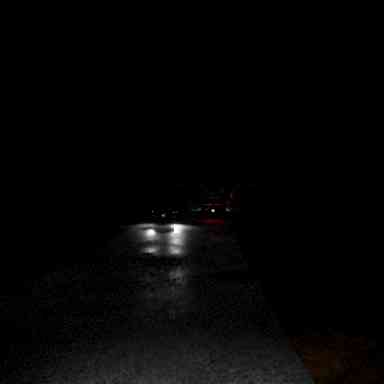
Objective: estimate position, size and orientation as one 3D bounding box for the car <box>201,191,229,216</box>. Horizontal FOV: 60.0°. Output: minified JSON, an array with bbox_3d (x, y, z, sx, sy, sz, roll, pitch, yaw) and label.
[{"bbox_3d":[1.728,0.965,25.753,1.837,1.490,4.892,0,2,6],"label":"car"}]

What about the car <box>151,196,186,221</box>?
[{"bbox_3d":[-1.499,1.098,22.700,1.837,1.490,4.892,2,2,6],"label":"car"}]

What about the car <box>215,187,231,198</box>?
[{"bbox_3d":[3.911,0.073,42.706,2.128,1.511,4.902,1,3,8],"label":"car"}]
